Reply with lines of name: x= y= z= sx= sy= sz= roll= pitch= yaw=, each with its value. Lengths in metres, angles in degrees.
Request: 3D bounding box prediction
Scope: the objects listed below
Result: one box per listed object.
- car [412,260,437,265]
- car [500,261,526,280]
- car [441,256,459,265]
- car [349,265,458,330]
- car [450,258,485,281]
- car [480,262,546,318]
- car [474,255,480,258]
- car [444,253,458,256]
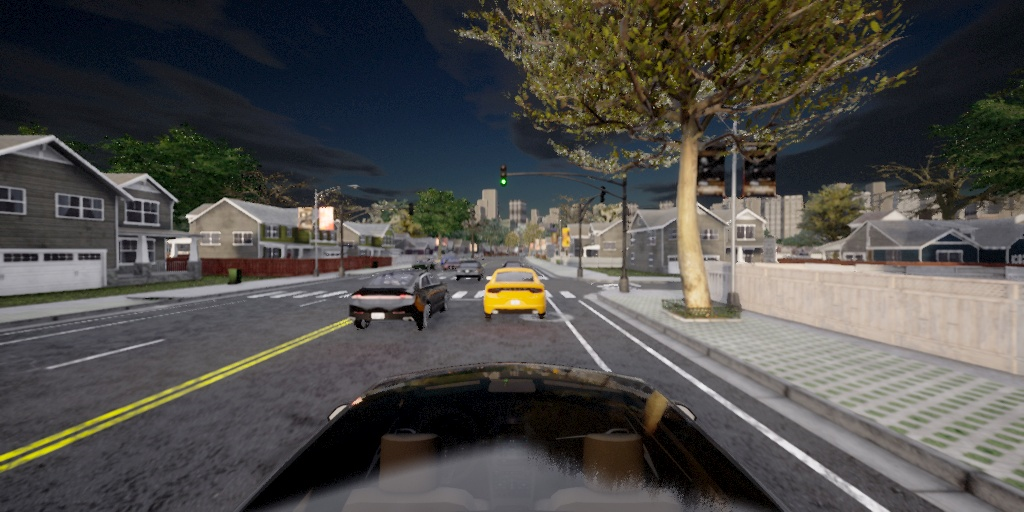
car: x=-9.847 y=1.088 z=40.402 sx=1.895 sy=1.301 sz=4.718 roll=0 pitch=0 yaw=0
car: x=0.098 y=1.131 z=29.336 sx=1.994 sy=1.385 sz=4.181 roll=0 pitch=0 yaw=0
car: x=-6.596 y=1.048 z=40.768 sx=1.994 sy=1.385 sz=4.181 roll=0 pitch=0 yaw=0
car: x=-3.152 y=1.183 z=10.866 sx=2.128 sy=1.511 sz=4.902 roll=0 pitch=0 yaw=0
car: x=-3.152 y=1.125 z=27.807 sx=2.033 sy=1.411 sz=5.357 roll=0 pitch=0 yaw=0
car: x=0.096 y=1.158 z=12.703 sx=1.882 sy=1.535 sz=5.008 roll=0 pitch=0 yaw=0
car: x=-6.572 y=0.969 z=56.035 sx=1.895 sy=1.301 sz=4.718 roll=0 pitch=0 yaw=0
car: x=-9.813 y=0.583 z=57.212 sx=2.150 sy=2.045 sz=5.566 roll=0 pitch=0 yaw=0
